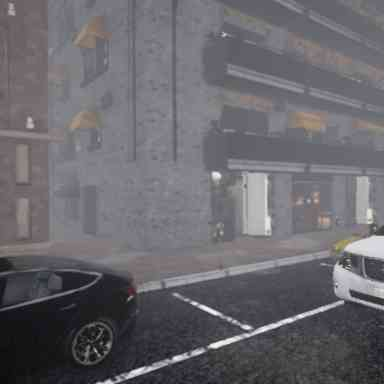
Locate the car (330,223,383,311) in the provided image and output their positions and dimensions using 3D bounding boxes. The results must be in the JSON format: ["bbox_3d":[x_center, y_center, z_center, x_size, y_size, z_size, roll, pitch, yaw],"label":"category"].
[{"bbox_3d":[5.264,1.251,6.829,5.566,2.045,2.150,0,0,-36],"label":"car"}]

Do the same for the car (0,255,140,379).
[{"bbox_3d":[-2.753,1.566,4.147,4.313,1.339,1.947,0,-1,-36],"label":"car"}]

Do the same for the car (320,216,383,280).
[{"bbox_3d":[6.308,1.566,10.615,4.829,1.417,1.752,0,-1,-36],"label":"car"}]
